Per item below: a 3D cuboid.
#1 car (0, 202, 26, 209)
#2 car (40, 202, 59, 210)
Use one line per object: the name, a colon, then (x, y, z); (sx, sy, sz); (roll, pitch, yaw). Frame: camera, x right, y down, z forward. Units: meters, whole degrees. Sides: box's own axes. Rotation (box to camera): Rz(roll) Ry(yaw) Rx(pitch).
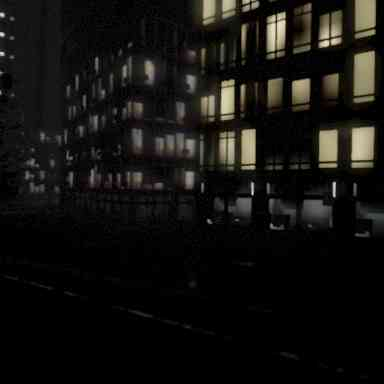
car: (-33.117, 2.347, 61.341); (4.403, 1.369, 2.008); (0, 1, -34)
car: (-23.989, 2.495, 58.037); (4.507, 1.381, 1.887); (0, 1, -34)
